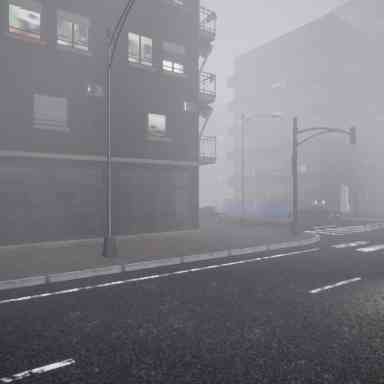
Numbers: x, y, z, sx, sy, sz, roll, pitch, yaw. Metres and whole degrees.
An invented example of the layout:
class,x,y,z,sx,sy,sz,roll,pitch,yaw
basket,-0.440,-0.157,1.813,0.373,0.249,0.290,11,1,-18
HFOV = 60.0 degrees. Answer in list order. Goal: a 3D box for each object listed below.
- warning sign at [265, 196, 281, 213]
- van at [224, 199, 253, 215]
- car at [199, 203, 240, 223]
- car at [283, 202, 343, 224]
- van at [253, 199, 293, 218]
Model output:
class,x,y,z,sx,sy,sz,roll,pitch,yaw
warning sign,9.019,1.400,36.960,1.300,1.860,1.060,1,0,-36
van,5.213,1.676,38.087,1.690,1.788,3.998,-1,0,-36
car,1.788,1.874,28.654,1.802,1.307,4.206,-1,0,-36
car,10.002,1.755,27.090,1.994,1.385,4.181,0,-1,-37
van,8.528,1.603,33.571,1.690,1.788,3.998,-1,0,-36
